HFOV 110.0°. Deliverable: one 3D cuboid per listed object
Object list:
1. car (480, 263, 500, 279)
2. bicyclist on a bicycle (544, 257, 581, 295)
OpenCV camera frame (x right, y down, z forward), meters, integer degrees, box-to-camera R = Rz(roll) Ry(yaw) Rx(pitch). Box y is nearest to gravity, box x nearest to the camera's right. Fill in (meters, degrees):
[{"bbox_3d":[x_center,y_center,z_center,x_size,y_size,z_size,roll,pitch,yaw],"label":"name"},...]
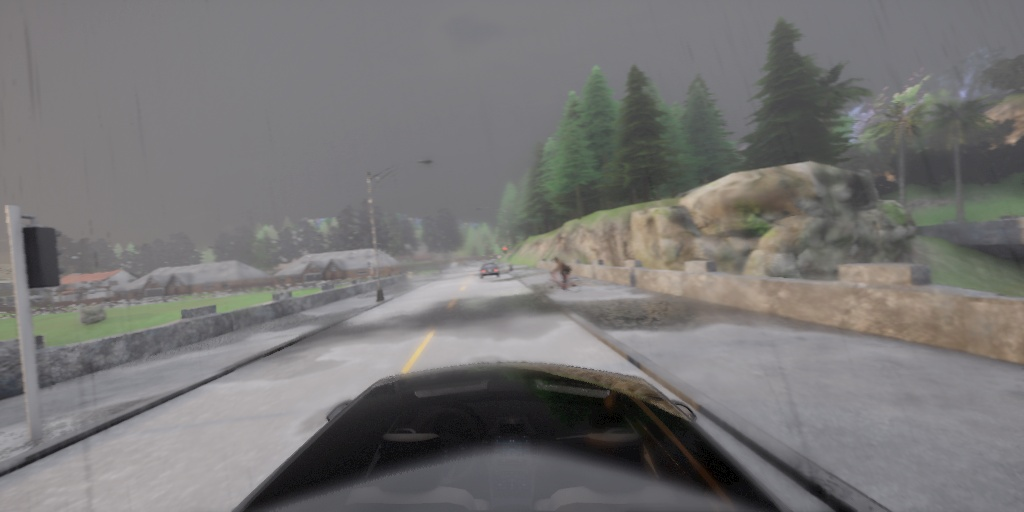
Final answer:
[{"bbox_3d":[-2.173,1.406,35.130,2.033,1.411,5.357,-5,0,-4],"label":"car"},{"bbox_3d":[2.140,0.849,15.424,1.656,1.620,0.582,-6,0,-4],"label":"bicyclist on a bicycle"}]
